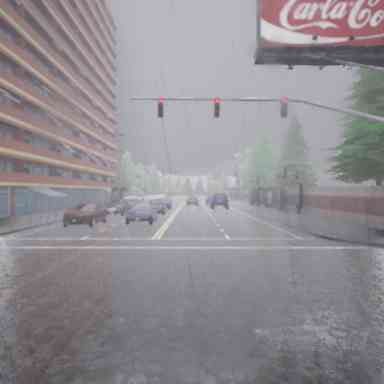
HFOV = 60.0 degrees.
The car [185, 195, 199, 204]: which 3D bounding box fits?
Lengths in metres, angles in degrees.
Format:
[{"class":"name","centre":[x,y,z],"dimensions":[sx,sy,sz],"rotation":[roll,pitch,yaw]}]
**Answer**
[{"class":"car","centre":[0.004,1.428,62.527],"dimensions":[2.128,1.511,4.902],"rotation":[0,0,-6]}]

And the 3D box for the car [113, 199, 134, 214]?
[{"class":"car","centre":[-7.085,1.459,32.025],"dimensions":[2.128,1.511,4.902],"rotation":[0,0,0]}]

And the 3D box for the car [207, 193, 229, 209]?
[{"class":"car","centre":[3.602,1.170,44.551],"dimensions":[2.150,2.045,5.566],"rotation":[0,-1,0]}]

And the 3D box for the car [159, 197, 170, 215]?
[{"class":"car","centre":[-3.577,1.530,32.971],"dimensions":[1.994,1.385,4.181],"rotation":[0,0,1]}]

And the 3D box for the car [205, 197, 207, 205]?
[{"class":"car","centre":[3.503,1.292,59.115],"dimensions":[2.097,1.767,4.553],"rotation":[0,0,0]}]

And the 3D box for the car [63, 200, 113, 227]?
[{"class":"car","centre":[-7.087,1.455,22.558],"dimensions":[1.882,1.535,5.008],"rotation":[0,0,0]}]

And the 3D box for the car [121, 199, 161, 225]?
[{"class":"car","centre":[-3.583,1.501,24.211],"dimensions":[1.812,1.442,4.674],"rotation":[0,0,0]}]

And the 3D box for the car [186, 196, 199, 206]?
[{"class":"car","centre":[0.103,1.437,53.103],"dimensions":[2.128,1.511,4.902],"rotation":[0,0,0]}]

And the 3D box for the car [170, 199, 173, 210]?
[{"class":"car","centre":[-3.568,1.434,43.123],"dimensions":[1.882,1.535,5.008],"rotation":[0,0,0]}]

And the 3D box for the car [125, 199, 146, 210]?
[{"class":"car","centre":[-7.069,1.558,42.188],"dimensions":[1.895,1.301,4.718],"rotation":[0,0,0]}]
